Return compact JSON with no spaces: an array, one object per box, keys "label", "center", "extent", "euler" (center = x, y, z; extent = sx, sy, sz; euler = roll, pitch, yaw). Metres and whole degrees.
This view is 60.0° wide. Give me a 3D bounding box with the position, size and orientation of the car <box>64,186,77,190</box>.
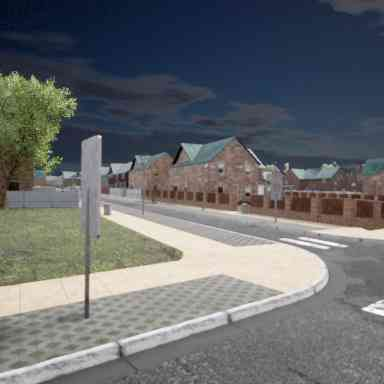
[{"label":"car","center":[-30.214,-0.701,83.462],"extent":[2.097,1.767,4.553],"euler":[1,1,-27]}]
